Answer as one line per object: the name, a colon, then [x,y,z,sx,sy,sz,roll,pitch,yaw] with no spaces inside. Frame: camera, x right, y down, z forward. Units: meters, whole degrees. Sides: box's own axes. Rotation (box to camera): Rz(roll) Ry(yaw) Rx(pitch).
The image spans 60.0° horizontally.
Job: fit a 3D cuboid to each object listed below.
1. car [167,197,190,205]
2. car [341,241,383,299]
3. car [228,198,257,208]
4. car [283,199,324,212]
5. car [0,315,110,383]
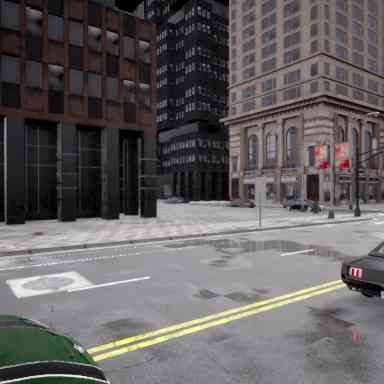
car: [-2.569,1.605,59.950,2.033,1.411,5.357,0,0,-35]
car: [5.383,1.600,7.284,4.718,1.301,1.895,0,0,-35]
car: [6.989,1.600,46.372,1.994,1.385,4.181,0,0,-36]
car: [12.744,1.517,38.244,2.128,1.511,4.902,0,0,-35]
car: [-2.605,1.352,1.579,4.553,1.767,2.097,0,0,-36]
